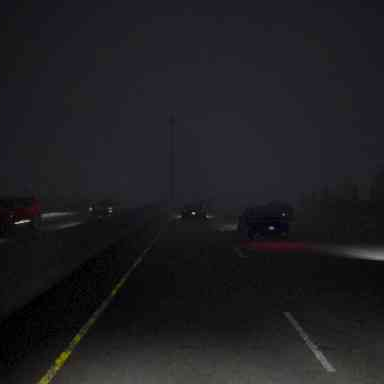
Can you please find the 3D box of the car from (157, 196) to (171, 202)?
[{"bbox_3d":[-4.882,1.506,61.286,1.812,1.442,4.674,0,0,19],"label":"car"}]

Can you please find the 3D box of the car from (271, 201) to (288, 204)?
[{"bbox_3d":[7.167,1.498,28.206,1.837,1.490,4.892,0,0,1],"label":"car"}]

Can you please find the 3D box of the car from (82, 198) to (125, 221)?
[{"bbox_3d":[-6.975,1.345,27.331,2.097,1.767,4.553,0,0,2],"label":"car"}]

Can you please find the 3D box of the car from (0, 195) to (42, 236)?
[{"bbox_3d":[-10.586,1.216,18.817,2.150,2.045,5.566,0,0,0],"label":"car"}]

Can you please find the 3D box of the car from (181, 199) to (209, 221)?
[{"bbox_3d":[0.143,1.557,26.982,1.994,1.385,4.181,0,0,1],"label":"car"}]

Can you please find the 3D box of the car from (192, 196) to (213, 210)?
[{"bbox_3d":[1.497,1.492,42.855,2.163,1.488,4.792,0,0,9],"label":"car"}]

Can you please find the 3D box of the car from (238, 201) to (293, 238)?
[{"bbox_3d":[3.602,1.473,17.531,1.882,1.535,5.008,0,0,0],"label":"car"}]

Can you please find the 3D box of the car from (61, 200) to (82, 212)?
[{"bbox_3d":[-13.360,1.590,38.818,1.895,1.301,4.718,0,0,6],"label":"car"}]

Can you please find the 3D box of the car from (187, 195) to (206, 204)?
[{"bbox_3d":[0.983,1.489,66.986,2.128,1.511,4.902,0,0,23],"label":"car"}]
